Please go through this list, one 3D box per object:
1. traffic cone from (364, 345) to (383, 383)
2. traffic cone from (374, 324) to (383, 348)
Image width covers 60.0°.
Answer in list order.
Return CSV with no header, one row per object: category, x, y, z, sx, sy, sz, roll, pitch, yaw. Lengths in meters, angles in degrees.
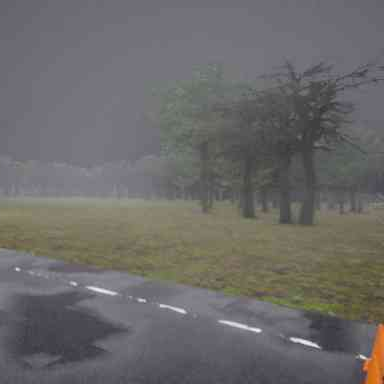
traffic cone,1.928,2.018,3.526,0.340,0.580,0.340,1,0,33
traffic cone,2.473,2.033,4.365,0.340,0.580,0.340,1,0,33
